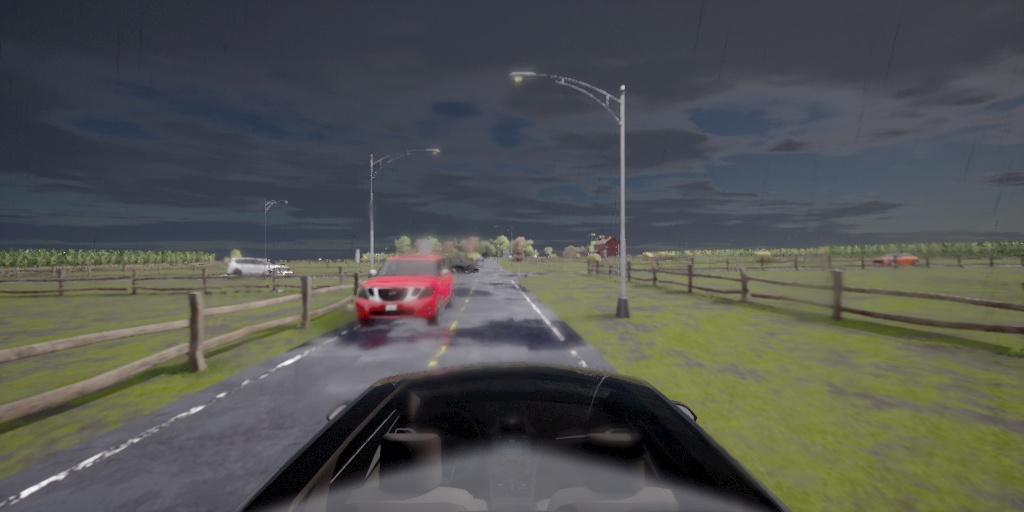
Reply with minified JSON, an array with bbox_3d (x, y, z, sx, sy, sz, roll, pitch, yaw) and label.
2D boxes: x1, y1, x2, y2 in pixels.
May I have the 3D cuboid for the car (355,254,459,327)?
[{"bbox_3d":[-3.227,0.966,11.923,2.150,2.045,5.566,0,0,-3],"label":"car"}]

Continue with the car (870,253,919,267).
[{"bbox_3d":[46.897,0.477,44.031,4.553,1.767,2.097,-1,-1,-4],"label":"car"}]

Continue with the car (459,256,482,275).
[{"bbox_3d":[-6.253,1.000,37.672,5.566,2.045,2.150,0,-1,-4],"label":"car"}]

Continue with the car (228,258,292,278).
[{"bbox_3d":[-25.496,1.277,36.380,5.566,2.045,2.150,1,-1,-4],"label":"car"}]
